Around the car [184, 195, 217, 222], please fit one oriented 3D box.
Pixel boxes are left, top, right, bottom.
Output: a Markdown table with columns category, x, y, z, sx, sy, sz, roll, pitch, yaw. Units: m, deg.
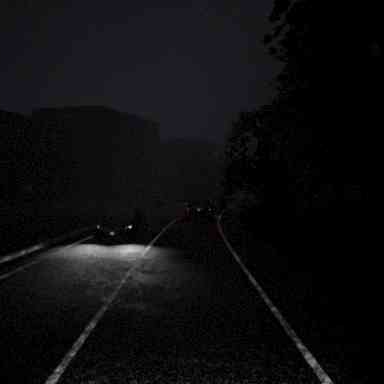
| category | x | y | z | sx | sy | sz | roll | pitch | yaw |
| --- | --- | --- | --- | --- | --- | --- | --- | --- | --- |
| car | 0.658 | 1.267 | 25.604 | 2.097 | 1.767 | 4.553 | 0 | 0 | 5 |

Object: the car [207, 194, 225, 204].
| category | x | y | z | sx | sy | sz | roll | pitch | yaw |
| --- | --- | --- | --- | --- | --- | --- | --- | --- | --- |
| car | 4.173 | 1.224 | 56.880 | 1.837 | 1.490 | 4.892 | 2 | 1 | 21 |

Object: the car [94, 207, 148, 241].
| category | x | y | z | sx | sy | sz | roll | pitch | yaw |
| --- | --- | --- | --- | --- | --- | --- | --- | --- | --- |
| car | -3.325 | 1.475 | 16.495 | 1.812 | 1.442 | 4.674 | 0 | 0 | 2 |

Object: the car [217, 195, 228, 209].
| category | x | y | z | sx | sy | sz | roll | pitch | yaw |
| --- | --- | --- | --- | --- | --- | --- | --- | --- | --- |
| car | 3.517 | 1.324 | 42.835 | 2.128 | 1.511 | 4.902 | 1 | 0 | 13 |
